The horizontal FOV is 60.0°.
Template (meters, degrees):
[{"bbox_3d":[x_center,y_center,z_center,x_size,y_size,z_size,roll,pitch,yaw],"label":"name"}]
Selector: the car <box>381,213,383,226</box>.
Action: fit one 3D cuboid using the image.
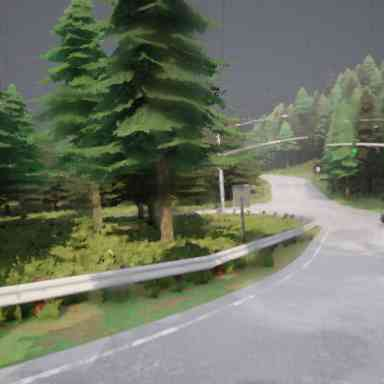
[{"bbox_3d":[13.536,1.550,21.139,1.994,1.385,4.181,-2,-1,17],"label":"car"}]
